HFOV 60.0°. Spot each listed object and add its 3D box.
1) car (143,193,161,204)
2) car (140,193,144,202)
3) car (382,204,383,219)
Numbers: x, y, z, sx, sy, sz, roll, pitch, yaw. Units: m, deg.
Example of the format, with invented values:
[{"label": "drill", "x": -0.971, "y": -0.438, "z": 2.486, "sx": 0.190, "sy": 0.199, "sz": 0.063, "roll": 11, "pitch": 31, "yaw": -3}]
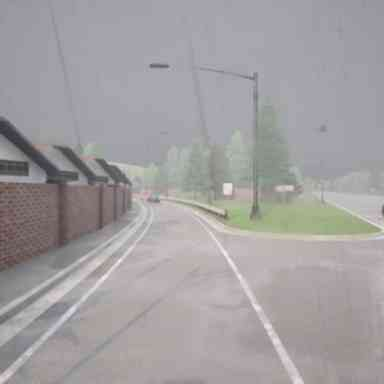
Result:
[{"label": "car", "x": -6.648, "y": 1.258, "z": 57.585, "sx": 2.033, "sy": 1.411, "sz": 5.357, "roll": 0, "pitch": 0, "yaw": -15}, {"label": "car", "x": -9.369, "y": 0.998, "z": 67.735, "sx": 2.097, "sy": 1.767, "sz": 4.553, "roll": 0, "pitch": 0, "yaw": -17}, {"label": "car", "x": 15.264, "y": 1.082, "z": 23.706, "sx": 2.150, "sy": 2.045, "sz": 5.566, "roll": 0, "pitch": 0, "yaw": 18}]
